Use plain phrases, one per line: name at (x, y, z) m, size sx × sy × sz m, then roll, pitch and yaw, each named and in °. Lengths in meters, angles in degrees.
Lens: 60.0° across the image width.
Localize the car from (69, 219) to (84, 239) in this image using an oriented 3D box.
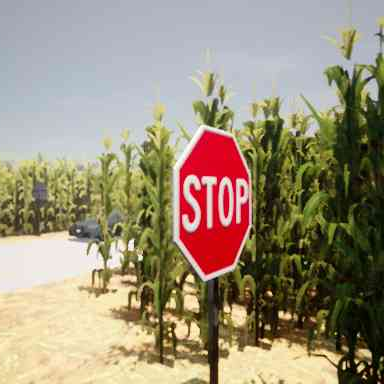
car at (-3.918, 1.561, 16.515) m, size 1.994 × 1.385 × 4.181 m, roll 0°, pitch 0°, yaw 36°
